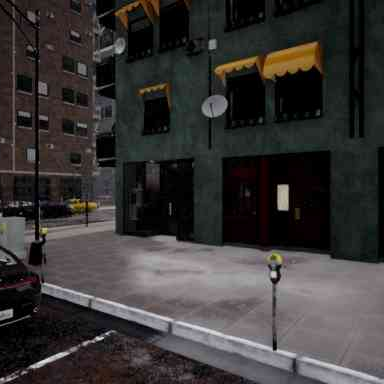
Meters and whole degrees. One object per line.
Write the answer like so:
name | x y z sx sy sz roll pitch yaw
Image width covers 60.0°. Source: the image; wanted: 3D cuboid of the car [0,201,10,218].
car | -14.073 1.350 26.085 2.008 1.369 4.403 1 1 35

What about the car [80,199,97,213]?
car | -10.985 1.250 30.512 1.752 1.417 4.829 1 1 35

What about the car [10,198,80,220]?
car | -11.222 1.345 25.664 1.994 1.385 4.181 0 1 35

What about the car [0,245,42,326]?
car | -4.501 1.551 6.079 4.403 1.369 2.008 0 0 35
